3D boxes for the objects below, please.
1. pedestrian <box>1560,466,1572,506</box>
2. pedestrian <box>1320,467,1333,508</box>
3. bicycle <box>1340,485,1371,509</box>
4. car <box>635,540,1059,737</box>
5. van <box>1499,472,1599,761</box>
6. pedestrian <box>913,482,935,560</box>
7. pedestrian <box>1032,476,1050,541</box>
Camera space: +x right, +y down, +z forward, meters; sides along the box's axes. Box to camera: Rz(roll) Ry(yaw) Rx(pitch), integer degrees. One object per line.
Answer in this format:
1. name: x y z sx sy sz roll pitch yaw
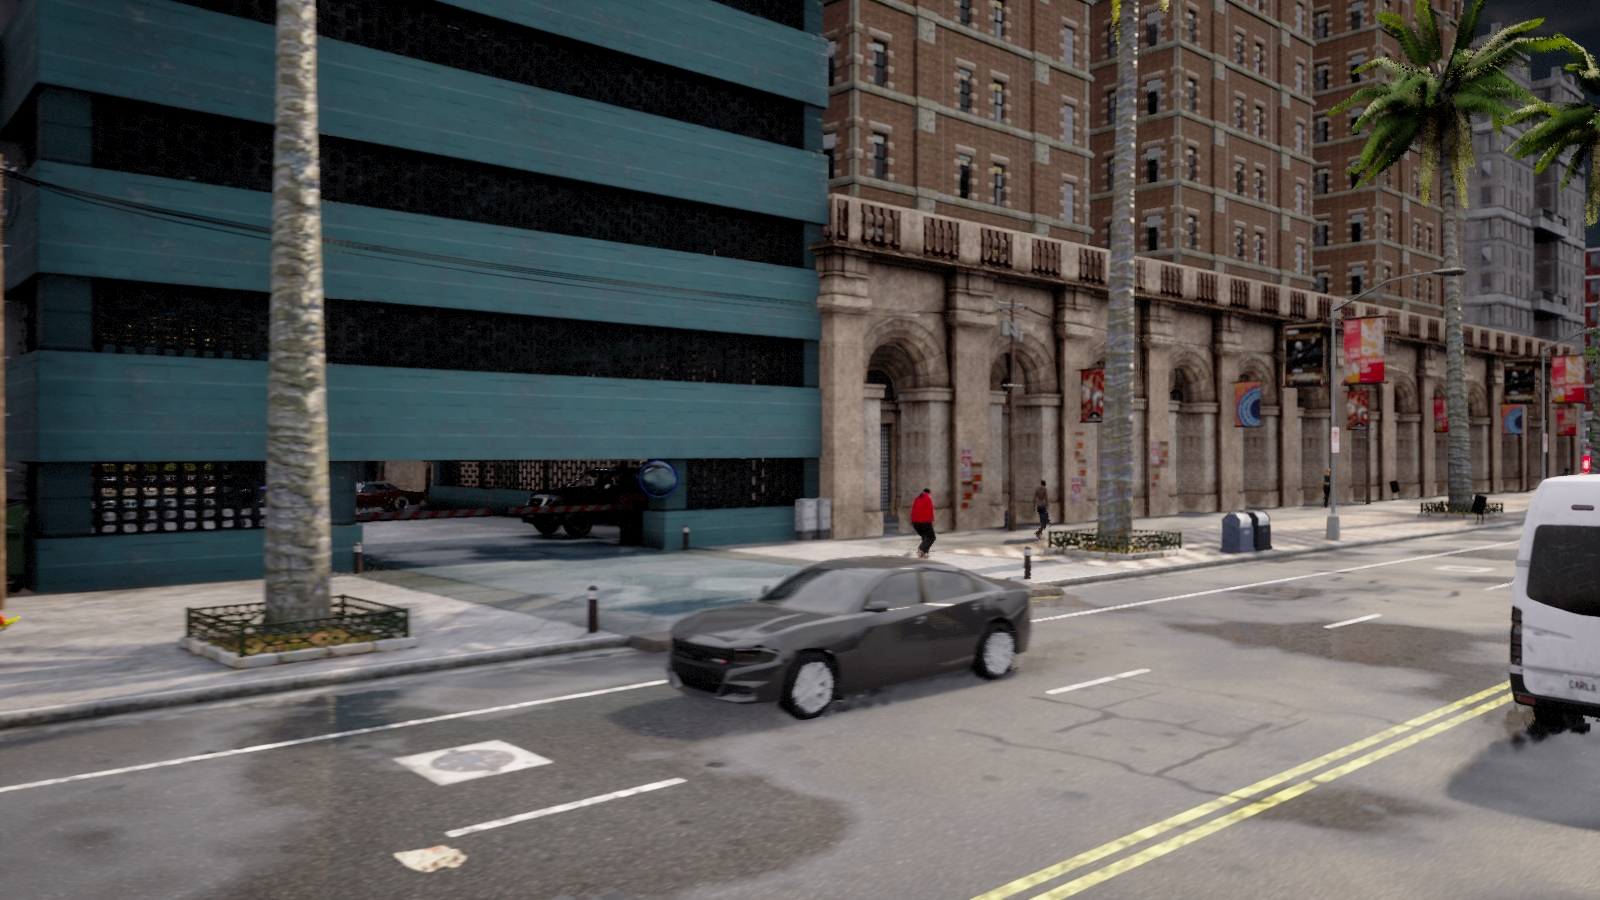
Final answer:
1. pedestrian: 36.118 1.702 53.878 0.375 1.860 0.375 0 0 -33
2. pedestrian: 23.907 1.705 51.897 0.375 1.860 0.375 0 0 -35
3. bicycle: 26.666 2.263 54.842 1.487 1.080 0.859 0 0 -41
4. car: 0.729 2.037 13.618 5.006 1.535 2.097 0 0 -42
5. van: 9.575 1.535 12.170 5.915 2.561 1.988 0 0 -42
6. pedestrian: 3.002 1.703 27.655 0.375 1.860 0.375 0 0 -38
7. pedestrian: 7.038 1.702 33.356 0.375 1.860 0.375 0 0 -42
